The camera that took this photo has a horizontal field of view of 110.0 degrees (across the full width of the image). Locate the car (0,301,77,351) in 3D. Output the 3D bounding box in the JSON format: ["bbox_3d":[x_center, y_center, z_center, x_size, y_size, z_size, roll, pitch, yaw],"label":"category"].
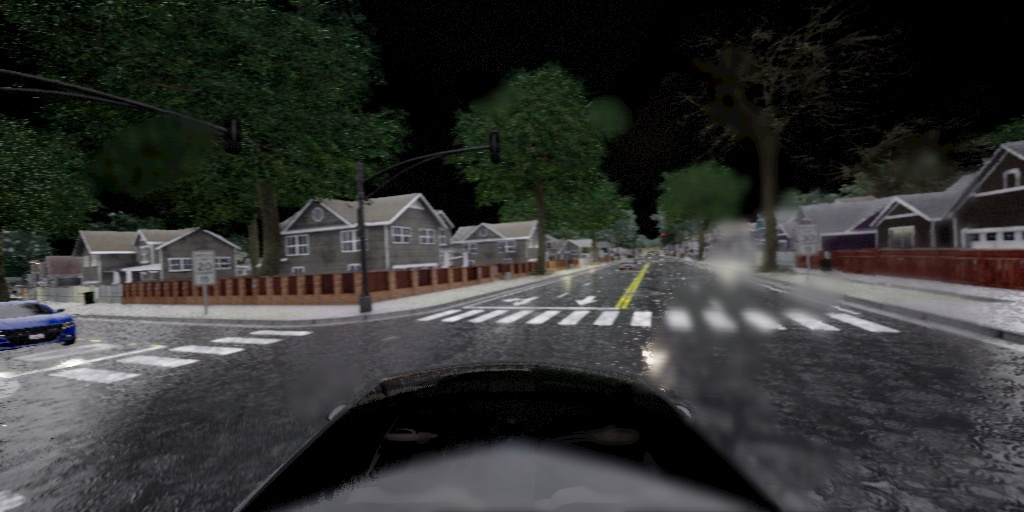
[{"bbox_3d":[-16.110,2.206,11.438,5.008,1.535,1.882,-3,0,24],"label":"car"}]

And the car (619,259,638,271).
[{"bbox_3d":[14.187,1.132,43.428,1.994,1.385,4.181,-3,0,22],"label":"car"}]
